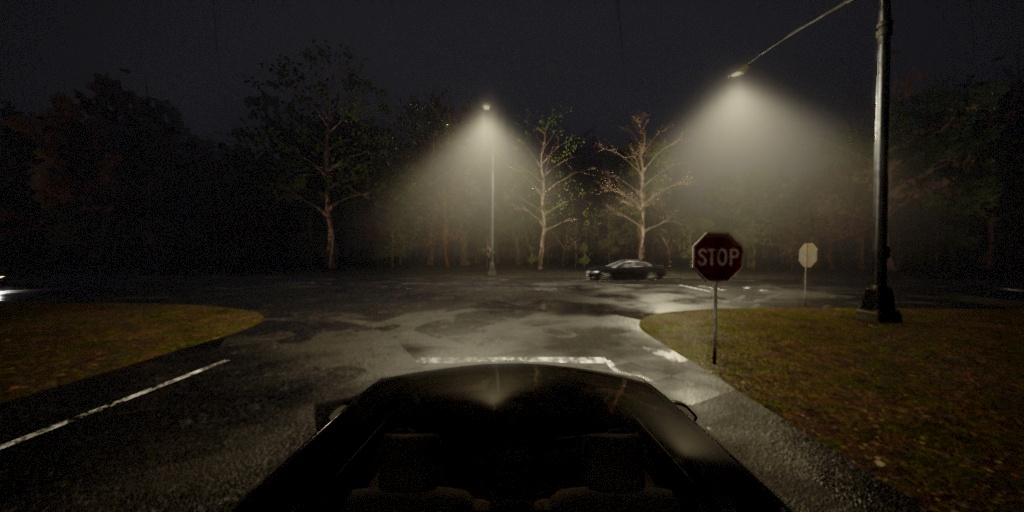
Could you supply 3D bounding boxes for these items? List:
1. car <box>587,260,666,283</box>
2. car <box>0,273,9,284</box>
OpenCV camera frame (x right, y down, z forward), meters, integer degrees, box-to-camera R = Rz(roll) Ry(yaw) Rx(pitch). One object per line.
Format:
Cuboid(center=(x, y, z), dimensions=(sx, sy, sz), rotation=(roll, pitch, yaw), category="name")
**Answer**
Cuboid(center=(7.351, 0.987, 23.261), dimensions=(4.902, 1.511, 2.128), rotation=(0, 1, 0), category="car")
Cuboid(center=(-27.175, 0.893, 16.687), dimensions=(5.357, 1.411, 2.033), rotation=(0, 1, 1), category="car")
